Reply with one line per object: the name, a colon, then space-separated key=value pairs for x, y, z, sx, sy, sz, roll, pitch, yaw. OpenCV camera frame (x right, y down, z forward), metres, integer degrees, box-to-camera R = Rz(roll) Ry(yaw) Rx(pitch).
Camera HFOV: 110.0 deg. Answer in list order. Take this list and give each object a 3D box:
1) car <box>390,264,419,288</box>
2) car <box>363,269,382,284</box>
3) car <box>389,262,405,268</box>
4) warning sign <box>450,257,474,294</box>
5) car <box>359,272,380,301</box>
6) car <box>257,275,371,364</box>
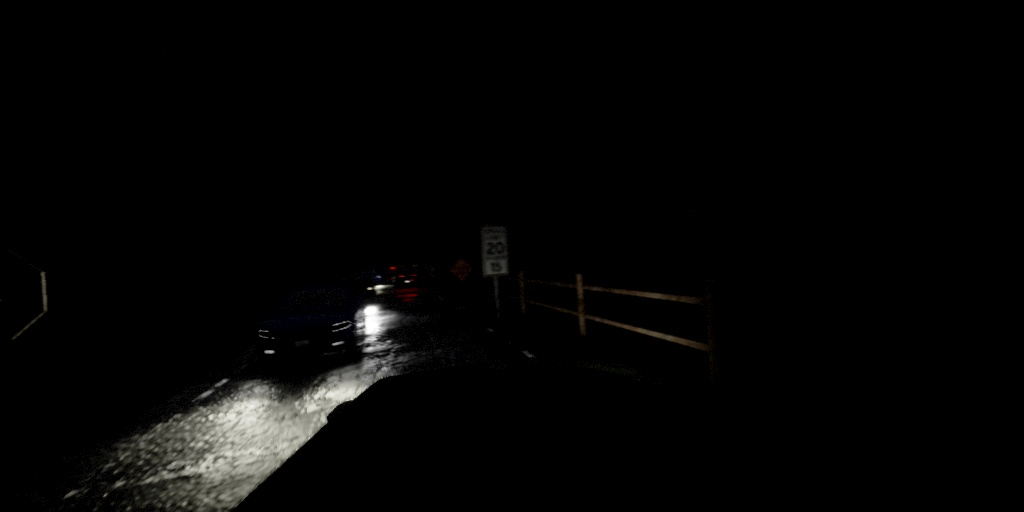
car: x=-8.757 y=1.719 z=29.477 sx=1.837 sy=1.490 sz=4.892 roll=-3 pitch=0 yaw=-19
car: x=-13.748 y=1.971 z=35.012 sx=1.882 sy=1.535 sz=5.008 roll=-3 pitch=0 yaw=-19
car: x=-16.159 y=1.840 z=50.860 sx=2.150 sy=2.045 sz=5.566 roll=-3 pitch=-1 yaw=-19
warning sign: x=-2.586 y=0.990 z=18.884 sx=1.300 sy=1.860 sz=1.060 roll=0 pitch=0 yaw=-19
car: x=-8.603 y=1.817 z=20.011 sx=1.895 sy=1.301 sz=4.718 roll=-3 pitch=0 yaw=-19
car: x=-4.976 y=1.500 z=9.469 sx=1.882 sy=1.535 sz=5.008 roll=-3 pitch=0 yaw=-19
